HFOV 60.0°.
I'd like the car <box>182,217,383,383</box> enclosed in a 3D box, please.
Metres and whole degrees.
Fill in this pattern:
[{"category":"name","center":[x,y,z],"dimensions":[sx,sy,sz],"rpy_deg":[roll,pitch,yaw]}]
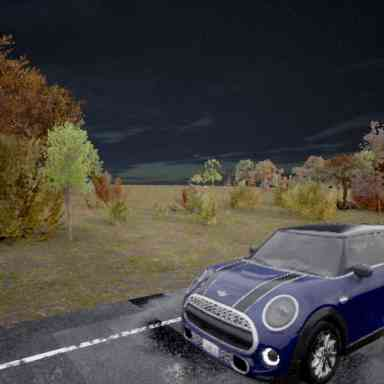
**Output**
[{"category":"car","center":[2.055,1.351,5.472],"dimensions":[4.553,1.767,2.097],"rpy_deg":[0,0,-36]}]
